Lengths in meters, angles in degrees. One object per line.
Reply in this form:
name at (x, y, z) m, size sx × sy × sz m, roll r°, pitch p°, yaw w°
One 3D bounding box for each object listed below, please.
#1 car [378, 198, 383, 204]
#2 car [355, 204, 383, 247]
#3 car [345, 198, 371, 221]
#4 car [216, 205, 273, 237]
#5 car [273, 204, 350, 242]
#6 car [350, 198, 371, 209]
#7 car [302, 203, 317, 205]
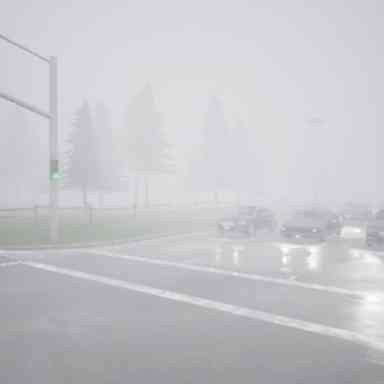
car at (25.236, 1.501, 42.687) m, size 2.128 × 1.511 × 4.902 m, roll 0°, pitch 0°, yaw 37°
car at (8.791, 1.494, 14.376) m, size 2.128 × 1.511 × 4.902 m, roll 0°, pitch 0°, yaw 36°
car at (12.284, 1.501, 25.072) m, size 2.128 × 1.511 × 4.902 m, roll 0°, pitch 0°, yaw 36°
car at (3.149, 1.512, 18.517) m, size 2.128 × 1.511 × 4.902 m, roll 0°, pitch 0°, yaw 36°
car at (6.198, 1.559, 16.759) m, size 2.033 × 1.411 × 5.357 m, roll 0°, pitch 0°, yaw 36°
car at (23.403, 1.582, 46.086) m, size 1.994 × 1.385 × 4.181 m, roll 0°, pitch 0°, yaw 37°
car at (9.936, 1.621, 27.789) m, size 1.895 × 1.301 × 4.718 m, roll 0°, pitch 0°, yaw 36°
